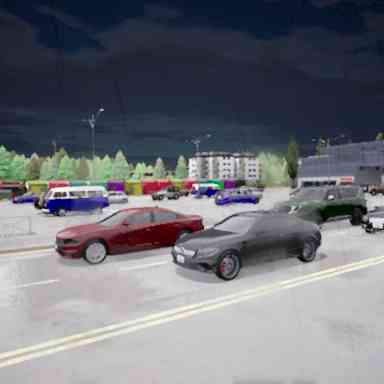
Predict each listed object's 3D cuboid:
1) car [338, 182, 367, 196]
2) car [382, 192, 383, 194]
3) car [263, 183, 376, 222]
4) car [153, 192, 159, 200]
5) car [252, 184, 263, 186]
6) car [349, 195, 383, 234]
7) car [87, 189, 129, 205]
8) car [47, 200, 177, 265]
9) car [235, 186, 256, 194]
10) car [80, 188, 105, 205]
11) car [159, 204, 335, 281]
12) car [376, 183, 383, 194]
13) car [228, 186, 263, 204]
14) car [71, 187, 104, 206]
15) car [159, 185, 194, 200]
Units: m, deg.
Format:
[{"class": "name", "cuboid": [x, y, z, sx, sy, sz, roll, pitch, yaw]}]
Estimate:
[{"class": "car", "cuboid": [22.863, -0.416, 47.358, 3.866, 1.878, 1.905, -2, 2, -33]}, {"class": "car", "cuboid": [14.802, 0.750, 21.979, 4.181, 1.385, 1.994, -2, 2, -33]}, {"class": "car", "cuboid": [6.427, 0.704, 16.528, 5.566, 2.045, 2.150, -2, 2, -33]}, {"class": "car", "cuboid": [-4.042, 0.115, 56.745, 3.905, 1.438, 1.784, -2, 2, -33]}, {"class": "car", "cuboid": [12.164, -0.585, 63.808, 3.866, 1.878, 1.905, -2, 2, -33]}, {"class": "car", "cuboid": [9.217, 0.973, 14.171, 4.902, 1.511, 2.128, -2, 2, -33]}, {"class": "car", "cuboid": [-9.068, 0.716, 36.786, 3.806, 1.475, 1.970, -2, 2, -33]}, {"class": "car", "cuboid": [-1.892, 1.255, 11.105, 5.008, 1.535, 1.882, -2, 2, -33]}, {"class": "car", "cuboid": [10.605, -0.371, 66.250, 3.806, 1.475, 1.970, -2, 2, -33]}, {"class": "car", "cuboid": [-10.641, 0.659, 39.215, 3.905, 1.438, 1.784, -2, 2, -33]}, {"class": "car", "cuboid": [1.674, 1.275, 9.229, 4.674, 1.442, 1.812, -2, 2, -33]}, {"class": "car", "cuboid": [24.390, -0.392, 44.899, 4.605, 1.855, 1.932, -2, 2, -33]}, {"class": "car", "cuboid": [6.740, 0.318, 40.147, 3.806, 1.475, 1.970, -2, 2, -33]}, {"class": "car", "cuboid": [-12.147, 0.427, 41.435, 4.605, 1.855, 1.932, -2, 2, -33]}, {"class": "car", "cuboid": [-2.526, -0.068, 54.275, 4.605, 1.855, 1.932, -2, 2, -33]}]
